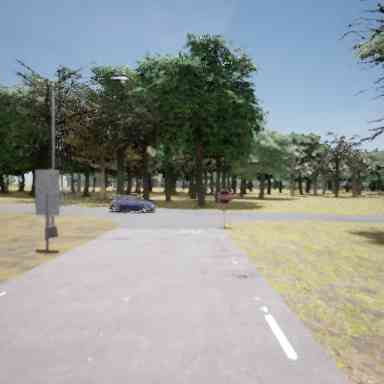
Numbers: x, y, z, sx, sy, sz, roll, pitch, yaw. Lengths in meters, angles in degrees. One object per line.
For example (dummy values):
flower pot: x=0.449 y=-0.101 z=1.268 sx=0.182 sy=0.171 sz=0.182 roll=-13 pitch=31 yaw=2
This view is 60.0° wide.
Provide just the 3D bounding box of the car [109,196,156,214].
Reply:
car: x=-5.936 y=1.199 z=33.594 sx=4.553 sy=1.767 sz=2.097 roll=2 pitch=1 yaw=-1
